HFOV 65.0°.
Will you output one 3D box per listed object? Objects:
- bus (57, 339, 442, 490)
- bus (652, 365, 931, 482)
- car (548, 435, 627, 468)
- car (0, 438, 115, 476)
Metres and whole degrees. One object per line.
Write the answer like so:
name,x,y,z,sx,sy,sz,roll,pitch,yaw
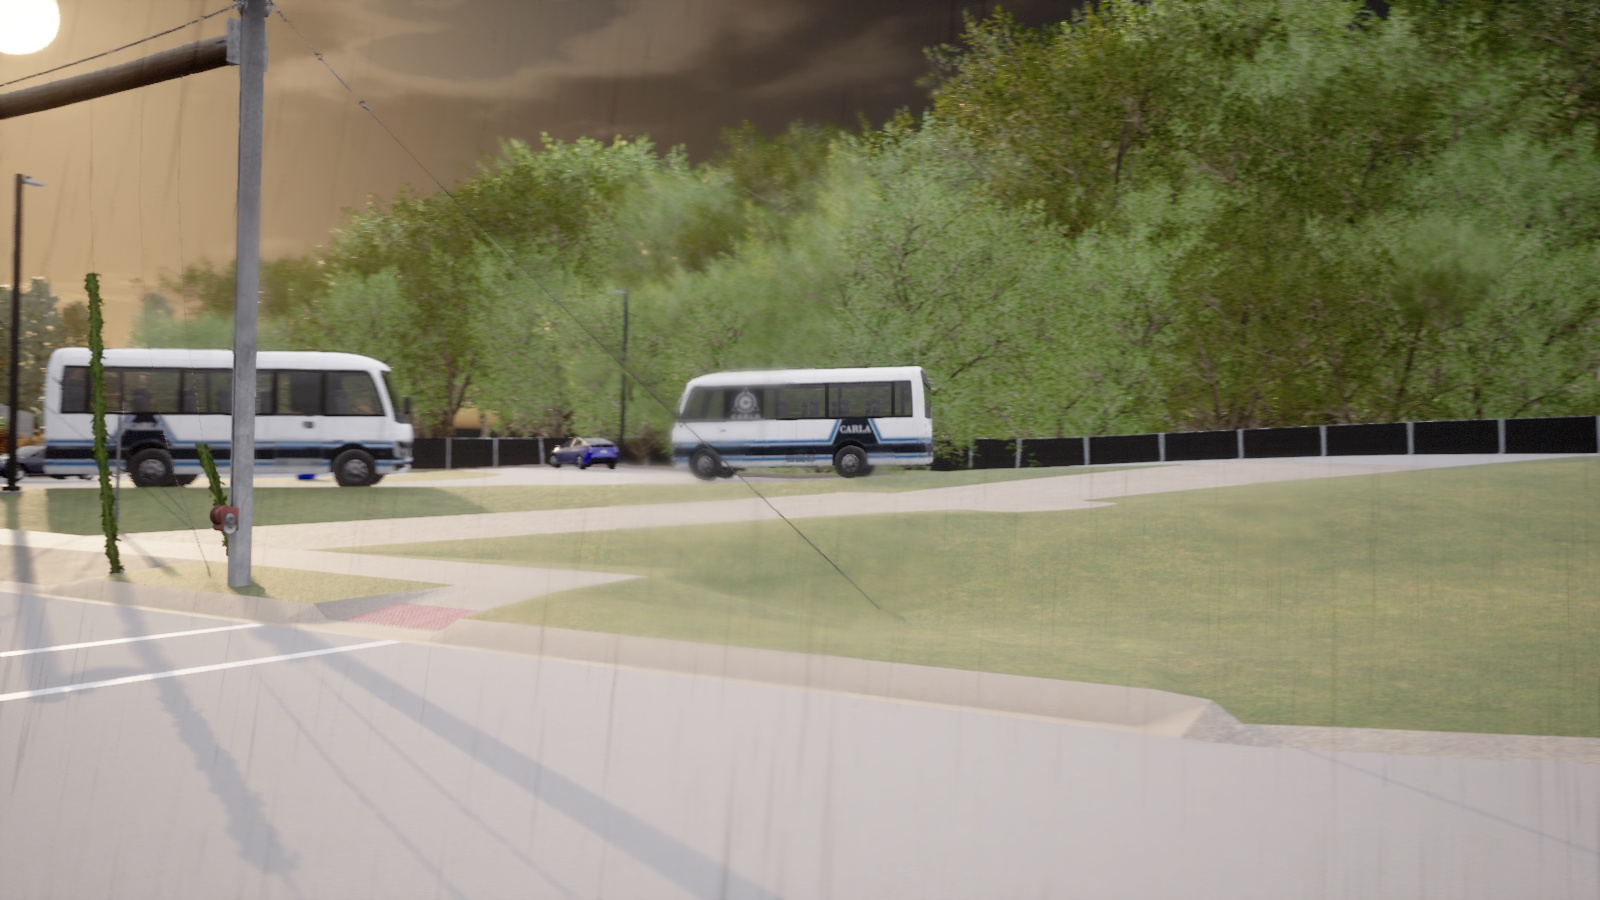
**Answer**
bus,-16.559,-1.014,38.778,10.273,4.253,3.944,1,1,-12
bus,-0.236,-0.949,49.172,10.273,4.253,3.944,-1,0,12
car,-10.269,0.056,60.387,2.007,1.525,4.514,0,1,-35
car,-31.050,0.303,51.497,2.163,1.488,4.792,1,-1,25
